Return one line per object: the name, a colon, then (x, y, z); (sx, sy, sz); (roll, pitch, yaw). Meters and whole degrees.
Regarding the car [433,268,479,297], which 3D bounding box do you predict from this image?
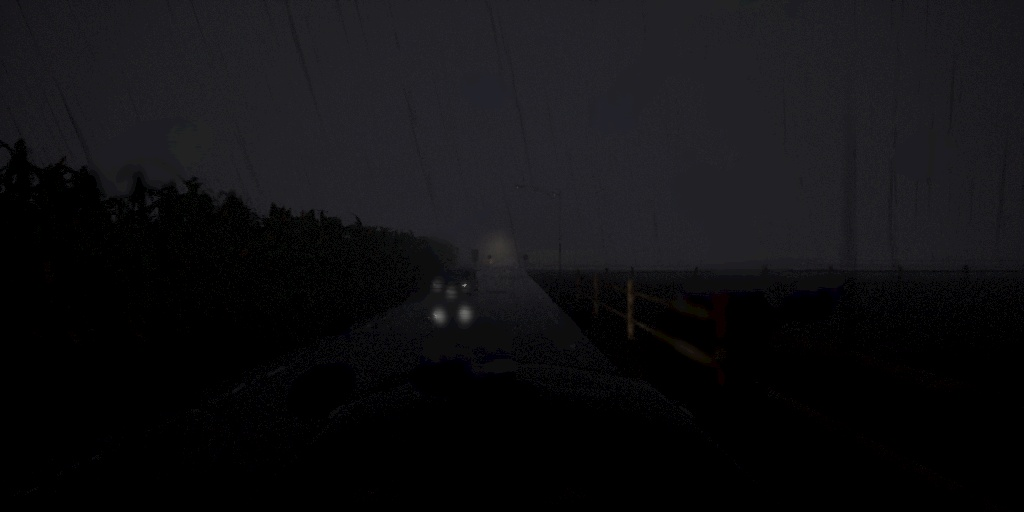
car: (-2.849, 1.344, 19.502); (2.033, 1.411, 5.357); (0, 0, 0)
